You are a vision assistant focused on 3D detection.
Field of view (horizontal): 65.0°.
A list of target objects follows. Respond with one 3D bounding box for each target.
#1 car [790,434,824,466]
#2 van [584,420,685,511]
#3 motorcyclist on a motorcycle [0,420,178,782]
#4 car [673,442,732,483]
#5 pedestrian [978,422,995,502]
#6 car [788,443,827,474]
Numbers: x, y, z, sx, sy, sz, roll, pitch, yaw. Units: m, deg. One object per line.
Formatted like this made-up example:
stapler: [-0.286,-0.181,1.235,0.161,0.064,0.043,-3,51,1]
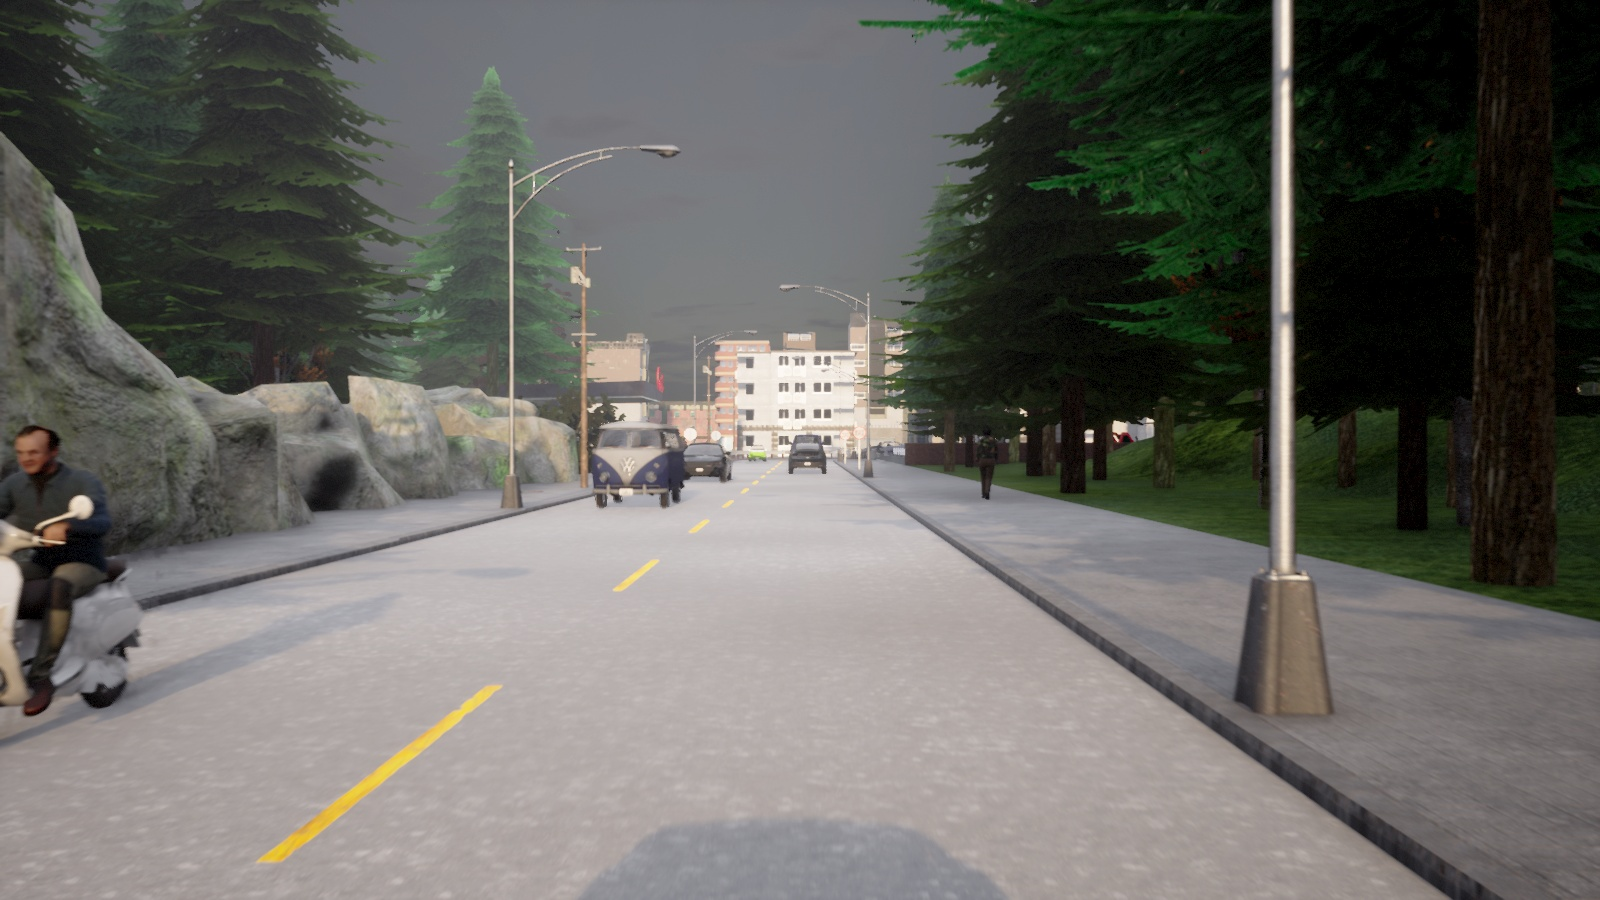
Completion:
car: [0.455,0.003,82.129,2.150,2.045,5.566,0,0,0]
van: [-3.814,0.329,29.663,1.775,1.987,4.442,0,0,0]
motorcyclist on a motorcycle: [-3.949,0.662,6.180,0.866,1.590,1.817,0,0,0]
car: [-3.705,0.447,48.655,1.882,1.535,5.008,0,0,0]
pedestrian: [4.547,0.287,30.644,0.395,1.930,0.692,0,0,8]
car: [0.369,0.398,62.587,1.837,1.490,4.892,0,0,0]
